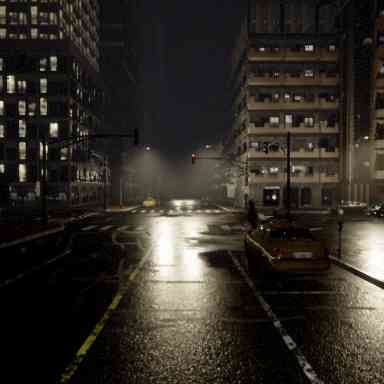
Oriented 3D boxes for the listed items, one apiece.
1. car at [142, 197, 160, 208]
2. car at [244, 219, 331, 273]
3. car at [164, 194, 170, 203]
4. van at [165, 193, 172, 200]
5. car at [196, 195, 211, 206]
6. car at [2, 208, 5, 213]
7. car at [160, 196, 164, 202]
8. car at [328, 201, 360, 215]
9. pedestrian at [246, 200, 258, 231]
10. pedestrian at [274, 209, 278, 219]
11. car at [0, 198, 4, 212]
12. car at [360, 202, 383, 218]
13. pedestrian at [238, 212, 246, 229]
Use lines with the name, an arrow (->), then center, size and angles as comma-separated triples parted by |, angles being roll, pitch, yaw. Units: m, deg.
car -> -6.116, 1.511, 48.060 | 1.752, 1.417, 4.829 | -1, 0, 0
car -> 2.719, 1.522, 10.520 | 1.752, 1.417, 4.829 | -1, 0, 0
car -> -6.314, 1.526, 70.846 | 1.887, 1.381, 4.507 | -1, 0, 0
van -> -6.513, 1.318, 93.465 | 1.690, 1.788, 3.998 | -1, 0, 0
car -> 2.213, 1.535, 53.957 | 2.008, 1.369, 4.403 | -1, 0, 0
car -> -18.521, 1.474, 27.990 | 4.718, 1.301, 1.895 | 0, 1, 0
car -> -6.166, 1.550, 53.884 | 1.947, 1.339, 4.313 | -1, 0, 0
car -> 16.027, 1.621, 33.600 | 4.403, 1.369, 2.008 | 0, 0, 0
pedestrian -> 3.395, 1.287, 18.680 | 0.375, 1.860, 0.375 | -1, 1, 0
pedestrian -> 4.869, 1.135, 19.289 | 0.375, 1.860, 0.375 | -1, 1, 0
car -> -21.951, 1.273, 33.767 | 4.829, 1.417, 1.752 | 0, 0, 0
car -> 18.707, 1.488, 30.989 | 4.553, 1.767, 2.097 | 0, 1, 0
pedestrian -> 2.951, 1.667, 19.882 | 0.500, 1.100, 0.500 | -1, 1, 0
